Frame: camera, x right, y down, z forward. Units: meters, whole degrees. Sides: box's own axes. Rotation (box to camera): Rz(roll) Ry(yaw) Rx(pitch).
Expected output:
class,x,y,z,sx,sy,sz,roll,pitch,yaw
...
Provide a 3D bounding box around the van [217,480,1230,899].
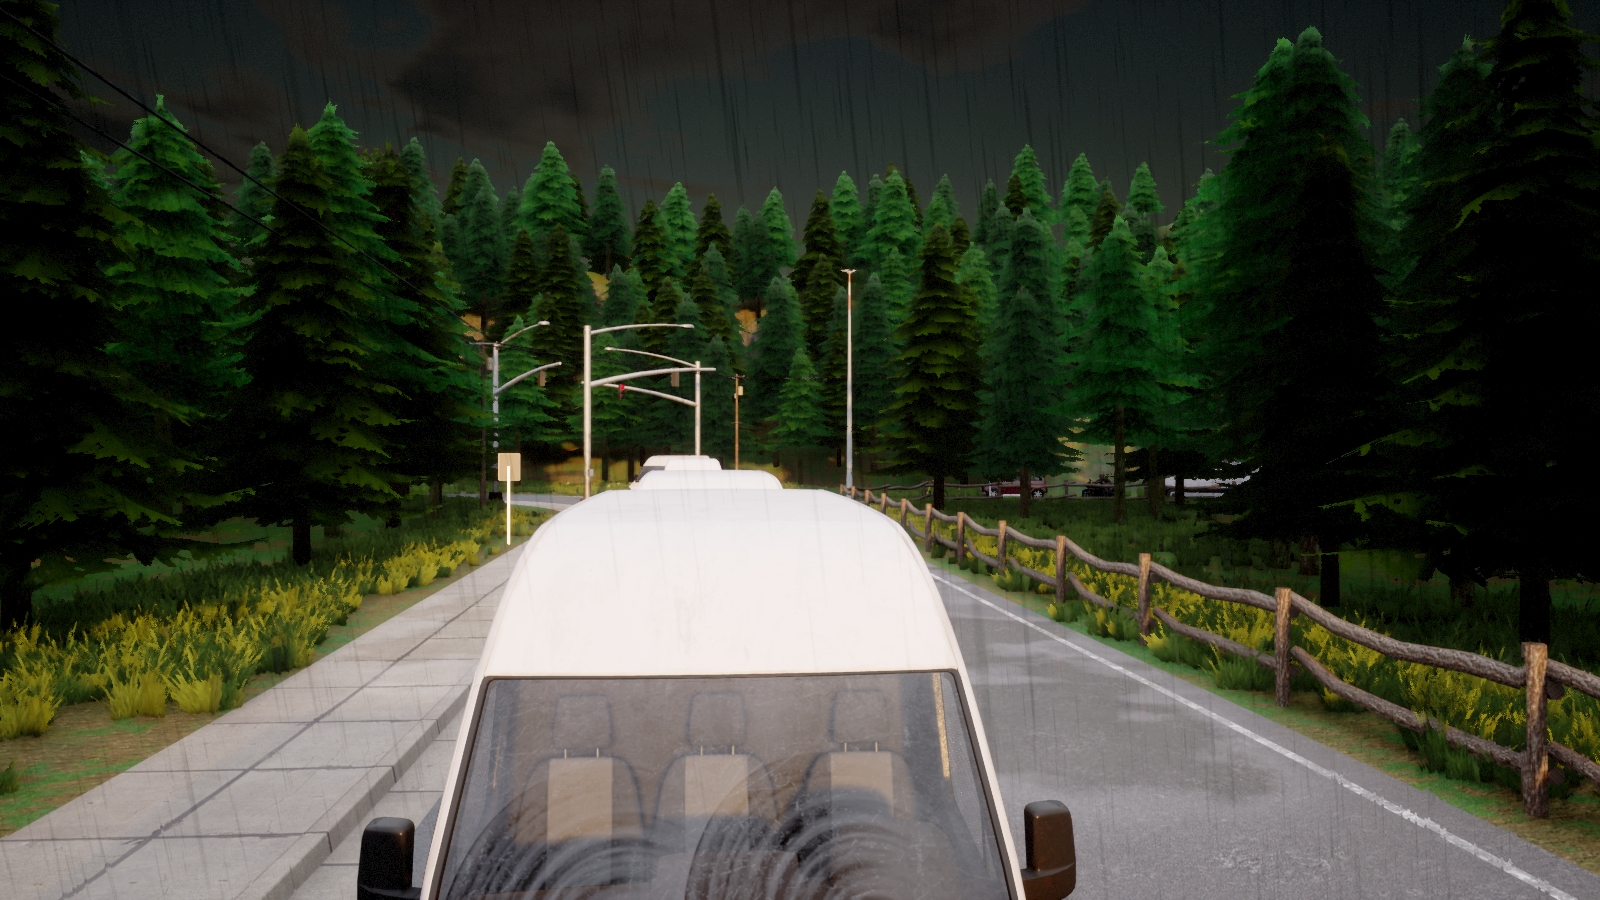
class,x,y,z,sx,sy,sz,roll,pitch,yaw
van,-0.355,1.499,5.197,1.988,2.561,5.915,0,0,-5

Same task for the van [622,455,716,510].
class,x,y,z,sx,sy,sz,roll,pitch,yaw
van,-6.327,1.515,56.001,1.988,2.561,5.915,0,0,22

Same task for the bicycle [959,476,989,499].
class,x,y,z,sx,sy,sz,roll,pitch,yaw
bicycle,9.931,2.158,65.239,1.487,1.276,0.859,0,0,-6
